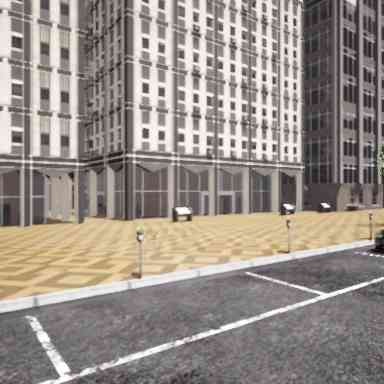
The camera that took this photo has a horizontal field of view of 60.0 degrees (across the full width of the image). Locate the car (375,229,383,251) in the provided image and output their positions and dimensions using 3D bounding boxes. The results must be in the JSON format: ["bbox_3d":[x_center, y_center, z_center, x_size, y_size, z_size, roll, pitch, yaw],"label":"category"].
[{"bbox_3d":[8.844,1.567,12.879,4.313,1.339,1.947,0,0,-36],"label":"car"}]
